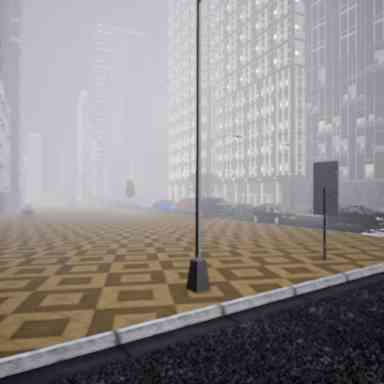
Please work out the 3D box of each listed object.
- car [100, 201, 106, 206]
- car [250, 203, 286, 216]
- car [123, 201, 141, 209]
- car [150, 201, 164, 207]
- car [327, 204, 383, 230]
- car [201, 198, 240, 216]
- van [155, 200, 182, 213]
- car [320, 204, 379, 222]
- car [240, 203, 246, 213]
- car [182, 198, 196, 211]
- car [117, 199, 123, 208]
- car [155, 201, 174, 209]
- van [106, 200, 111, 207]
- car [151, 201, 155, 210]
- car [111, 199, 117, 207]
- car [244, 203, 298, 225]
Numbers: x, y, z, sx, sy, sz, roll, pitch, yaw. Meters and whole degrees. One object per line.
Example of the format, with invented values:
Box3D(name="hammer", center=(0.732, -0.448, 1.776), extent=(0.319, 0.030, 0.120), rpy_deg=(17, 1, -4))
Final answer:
Box3D(name="car", center=(-22.874, 2.994, 86.905), extent=(1.887, 1.381, 4.507), rpy_deg=(-1, -1, -26))
Box3D(name="car", center=(9.051, 2.010, 39.851), extent=(1.947, 1.339, 4.313), rpy_deg=(-1, -1, -26))
Box3D(name="car", center=(-10.688, 2.475, 61.563), extent=(2.008, 1.369, 4.403), rpy_deg=(-1, -1, -26))
Box3D(name="car", center=(-8.010, 2.738, 75.332), extent=(1.802, 1.307, 4.206), rpy_deg=(-1, -1, -26))
Box3D(name="car", center=(10.995, 1.625, 22.071), extent=(2.128, 1.511, 4.902), rpy_deg=(0, -1, -23))
Box3D(name="car", center=(2.930, 1.685, 39.253), extent=(2.150, 2.045, 5.566), rpy_deg=(0, -1, -26))
Box3D(name="van", center=(-3.380, 1.959, 46.360), extent=(1.690, 1.788, 3.998), rpy_deg=(-1, -1, -26))
Box3D(name="car", center=(13.926, 1.799, 29.713), extent=(2.008, 1.369, 4.403), rpy_deg=(-1, -1, -26))
Box3D(name="car", center=(6.614, 2.108, 44.920), extent=(1.947, 1.339, 4.313), rpy_deg=(-1, -1, -26))
Box3D(name="car", center=(-0.682, 1.959, 53.990), extent=(2.150, 2.045, 5.566), rpy_deg=(0, -1, -25))
Box3D(name="car", center=(-13.053, 2.550, 66.479), extent=(1.752, 1.417, 4.829), rpy_deg=(-1, -1, -26))
Box3D(name="car", center=(-5.320, 2.435, 63.556), extent=(1.837, 1.490, 4.892), rpy_deg=(0, -1, -26))
Box3D(name="van", center=(-18.004, 2.578, 76.771), extent=(1.690, 1.788, 3.998), rpy_deg=(-1, -1, -26))
Box3D(name="car", center=(-5.495, 2.401, 56.998), extent=(1.994, 1.385, 4.181), rpy_deg=(0, -1, -26))
Box3D(name="car", center=(-15.563, 2.677, 71.701), extent=(1.887, 1.381, 4.507), rpy_deg=(-1, -1, -26))
Box3D(name="car", center=(6.374, 1.775, 26.082), extent=(2.008, 1.369, 4.403), rpy_deg=(-1, -1, -26))
